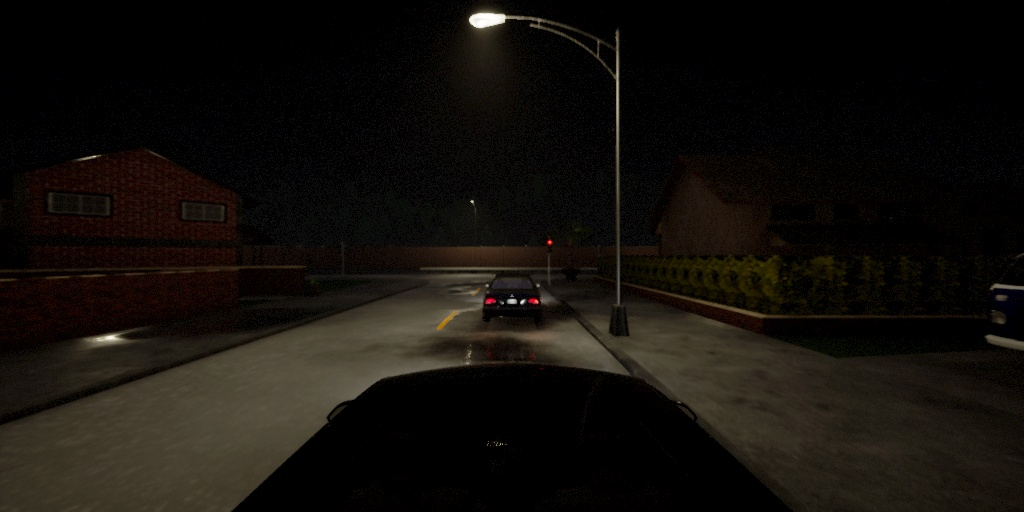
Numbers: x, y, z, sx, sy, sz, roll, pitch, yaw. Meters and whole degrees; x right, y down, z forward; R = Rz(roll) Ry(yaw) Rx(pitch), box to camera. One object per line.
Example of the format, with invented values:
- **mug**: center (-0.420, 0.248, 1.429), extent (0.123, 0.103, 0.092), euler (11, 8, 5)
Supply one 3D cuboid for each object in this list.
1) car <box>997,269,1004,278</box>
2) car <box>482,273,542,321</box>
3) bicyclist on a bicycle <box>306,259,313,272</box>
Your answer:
- **car**: center (48.052, 1.315, 38.221), extent (5.357, 1.411, 2.033), euler (0, 0, 1)
- **car**: center (0.018, 1.303, 12.415), extent (2.033, 1.411, 5.357), euler (0, 0, 0)
- **bicyclist on a bicycle**: center (-23.996, 1.119, 42.490), extent (0.582, 1.620, 1.656), euler (0, 0, 0)
